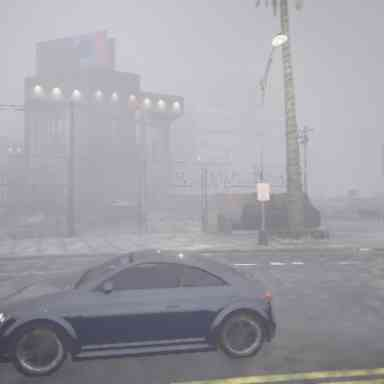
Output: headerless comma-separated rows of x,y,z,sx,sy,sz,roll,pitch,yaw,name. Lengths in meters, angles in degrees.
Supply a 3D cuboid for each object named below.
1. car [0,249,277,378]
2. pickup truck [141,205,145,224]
-0.825,1.663,5.322,4.181,1.385,1.994,0,-1,-8,car
-5.876,1.608,28.535,2.390,2.098,6.274,0,-1,-24,pickup truck
